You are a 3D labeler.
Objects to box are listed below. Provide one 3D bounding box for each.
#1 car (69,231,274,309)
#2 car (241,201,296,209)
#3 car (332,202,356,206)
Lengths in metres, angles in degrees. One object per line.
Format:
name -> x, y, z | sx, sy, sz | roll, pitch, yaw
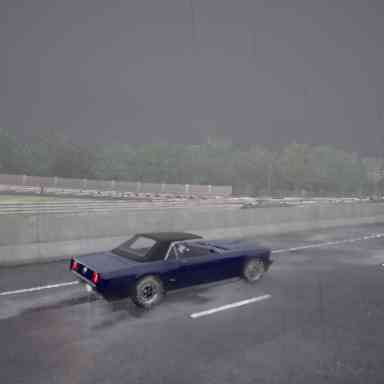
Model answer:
car -> -0.245, 1.604, 7.879 | 4.718, 1.301, 1.895 | 0, 0, -36
car -> 7.452, 1.578, 30.802 | 5.357, 1.411, 2.033 | 0, 0, -35
car -> 14.178, 1.642, 31.298 | 4.718, 1.301, 1.895 | 0, 0, -35
